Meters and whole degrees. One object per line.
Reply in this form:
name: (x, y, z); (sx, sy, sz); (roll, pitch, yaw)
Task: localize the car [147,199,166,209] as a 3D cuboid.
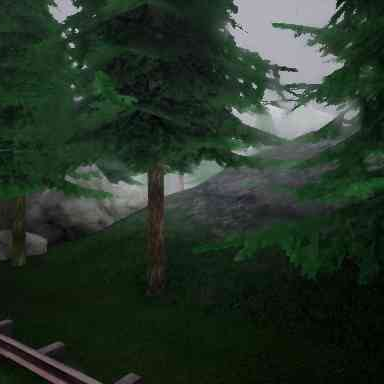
car: (-5.028, 1.510, 40.091); (1.812, 1.442, 4.674); (0, 0, 36)
